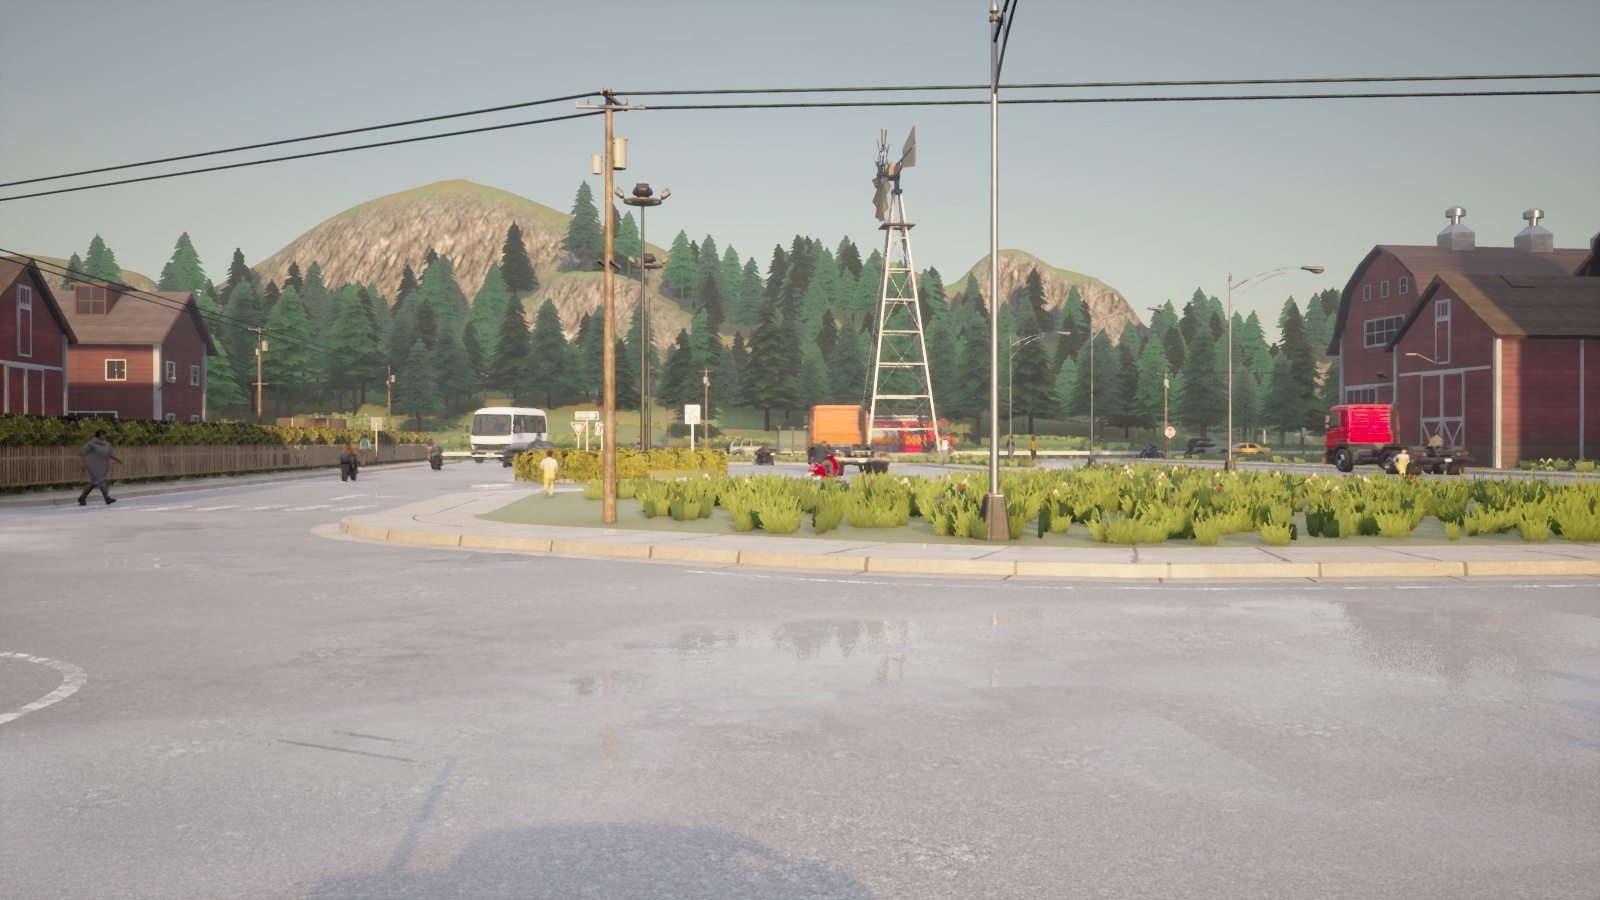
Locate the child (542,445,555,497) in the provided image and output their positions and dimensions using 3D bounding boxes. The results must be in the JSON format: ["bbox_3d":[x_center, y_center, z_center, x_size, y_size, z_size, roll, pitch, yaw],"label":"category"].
[{"bbox_3d":[-6.099,0.505,30.491,0.270,1.263,0.437,0,0,-7],"label":"child"}]

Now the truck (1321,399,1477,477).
[{"bbox_3d":[28.436,-0.552,60.099,2.891,3.462,7.936,0,0,-8],"label":"truck"}]

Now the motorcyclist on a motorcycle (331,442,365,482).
[{"bbox_3d":[-17.279,0.443,48.057,0.797,1.523,2.044,0,0,-7],"label":"motorcyclist on a motorcycle"}]

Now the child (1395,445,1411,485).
[{"bbox_3d":[19.182,0.471,39.957,0.270,1.263,0.437,0,0,-8],"label":"child"}]

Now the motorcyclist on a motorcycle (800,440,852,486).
[{"bbox_3d":[0.931,0.448,44.758,0.866,1.590,1.817,-1,0,41],"label":"motorcyclist on a motorcycle"}]

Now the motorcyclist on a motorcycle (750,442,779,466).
[{"bbox_3d":[-2.301,0.268,81.106,0.797,1.523,2.044,-2,1,-36],"label":"motorcyclist on a motorcycle"}]

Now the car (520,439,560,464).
[{"bbox_3d":[-18.650,0.082,89.956,2.097,1.767,4.553,0,0,-20],"label":"car"}]

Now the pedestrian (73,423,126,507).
[{"bbox_3d":[-16.666,0.350,29.899,0.873,1.952,0.659,0,0,12],"label":"pedestrian"}]

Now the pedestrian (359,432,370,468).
[{"bbox_3d":[-23.695,-0.003,68.348,0.396,1.930,0.692,0,0,-7],"label":"pedestrian"}]

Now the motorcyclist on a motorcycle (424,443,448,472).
[{"bbox_3d":[-19.627,0.383,67.778,0.866,1.530,2.191,0,0,-7],"label":"motorcyclist on a motorcycle"}]

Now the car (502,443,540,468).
[{"bbox_3d":[-17.341,0.297,78.175,1.837,1.490,4.892,0,1,-7],"label":"car"}]

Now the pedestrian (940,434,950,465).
[{"bbox_3d":[8.599,-0.012,74.489,0.354,1.836,0.706,0,0,-15],"label":"pedestrian"}]

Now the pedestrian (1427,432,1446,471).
[{"bbox_3d":[32.230,0.068,63.603,0.659,1.952,0.873,0,0,15],"label":"pedestrian"}]

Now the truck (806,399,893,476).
[{"bbox_3d":[2.255,-0.575,60.425,2.891,3.462,7.936,0,0,-7],"label":"truck"}]
